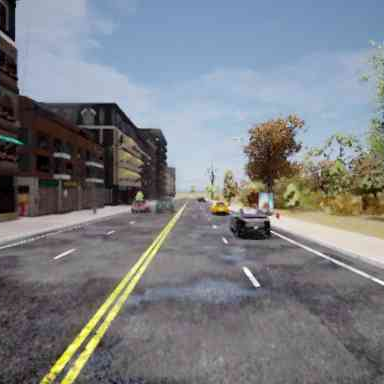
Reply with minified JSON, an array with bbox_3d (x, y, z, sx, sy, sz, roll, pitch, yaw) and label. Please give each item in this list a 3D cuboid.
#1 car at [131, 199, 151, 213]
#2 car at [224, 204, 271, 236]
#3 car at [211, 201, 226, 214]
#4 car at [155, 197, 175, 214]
[{"bbox_3d":[-6.576,1.767,43.257,2.097,1.767,4.553,0,-1,0],"label":"car"},{"bbox_3d":[3.350,1.681,19.726,2.128,1.511,4.902,0,-1,0],"label":"car"},{"bbox_3d":[3.350,1.867,40.541,1.882,1.535,5.008,0,0,0],"label":"car"},{"bbox_3d":[-3.335,1.626,42.319,2.150,2.045,5.566,0,0,0],"label":"car"}]
